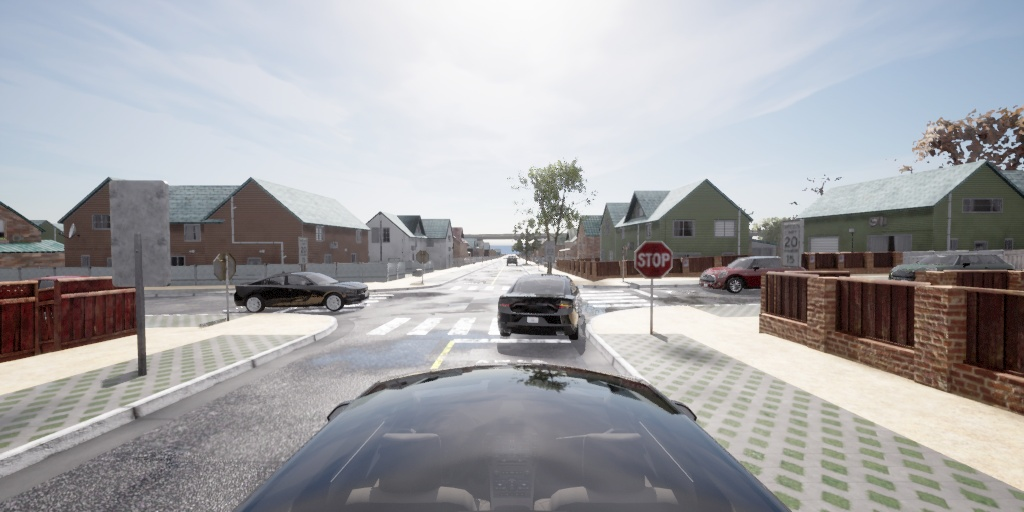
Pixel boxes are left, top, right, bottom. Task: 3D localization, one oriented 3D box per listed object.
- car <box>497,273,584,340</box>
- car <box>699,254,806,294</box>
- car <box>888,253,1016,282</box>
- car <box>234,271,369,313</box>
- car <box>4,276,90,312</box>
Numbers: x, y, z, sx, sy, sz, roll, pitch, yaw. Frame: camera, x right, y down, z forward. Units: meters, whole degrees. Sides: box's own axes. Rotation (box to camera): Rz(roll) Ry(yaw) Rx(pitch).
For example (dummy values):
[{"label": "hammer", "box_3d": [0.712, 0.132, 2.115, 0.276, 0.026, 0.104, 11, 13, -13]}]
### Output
[{"label": "car", "box_3d": [0.961, 1.225, 10.125, 1.882, 1.535, 5.008, 0, 0, 12]}, {"label": "car", "box_3d": [11.812, 0.821, 17.730, 4.553, 1.767, 2.097, -1, 2, 0]}, {"label": "car", "box_3d": [21.707, 0.646, 17.798, 4.553, 1.767, 2.097, -1, 2, 0]}, {"label": "car", "box_3d": [-8.464, 1.377, 14.654, 5.008, 1.535, 1.882, -1, 2, 0]}, {"label": "car", "box_3d": [-18.016, 1.547, 14.595, 5.008, 1.535, 1.882, -1, 2, 0]}]
